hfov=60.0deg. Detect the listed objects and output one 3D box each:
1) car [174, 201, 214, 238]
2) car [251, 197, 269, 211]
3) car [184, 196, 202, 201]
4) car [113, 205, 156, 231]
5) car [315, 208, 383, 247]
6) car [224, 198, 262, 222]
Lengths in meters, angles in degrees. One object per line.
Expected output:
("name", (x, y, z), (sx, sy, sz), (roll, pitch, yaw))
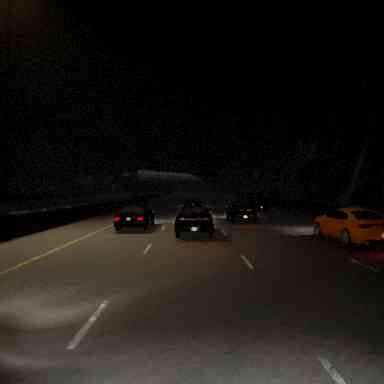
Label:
("car", (0.105, 1.444, 17.437), (2.128, 1.511, 4.902), (0, 0, 0))
("car", (7.110, 1.279, 36.375), (1.837, 1.490, 4.892), (0, 1, 0))
("car", (0.111, 1.215, 39.101), (1.882, 1.535, 5.008), (0, 1, 0))
("car", (-3.394, 1.482, 20.298), (2.033, 1.411, 5.357), (0, 0, 0))
("car", (7.105, 1.443, 14.782), (1.882, 1.535, 5.008), (0, 0, 0))
("car", (3.607, 1.402, 24.881), (1.837, 1.490, 4.892), (0, 1, 0))
